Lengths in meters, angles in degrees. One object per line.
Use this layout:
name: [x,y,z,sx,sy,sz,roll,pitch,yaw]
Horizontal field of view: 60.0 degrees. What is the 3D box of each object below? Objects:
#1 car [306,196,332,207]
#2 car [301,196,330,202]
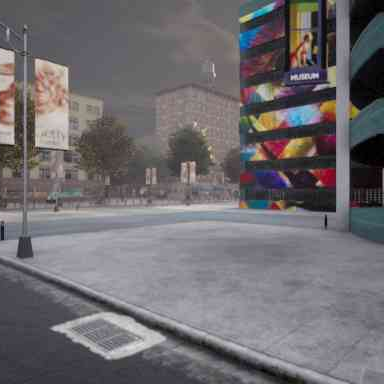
car: [19.561,1.407,51.051,2.161,1.482,4.786,0,0,43]
car: [14.246,1.315,39.325,2.002,1.452,4.674,0,0,43]
